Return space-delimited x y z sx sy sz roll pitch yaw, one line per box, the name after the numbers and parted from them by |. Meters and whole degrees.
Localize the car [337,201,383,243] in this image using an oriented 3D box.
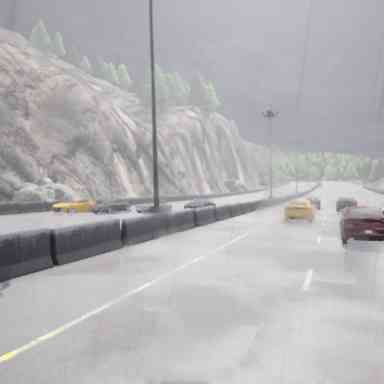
7.772 1.376 15.069 1.882 1.535 5.008 0 0 23 | car

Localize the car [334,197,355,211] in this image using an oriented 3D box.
15.667 1.280 33.741 1.837 1.490 4.892 0 -1 23 | car

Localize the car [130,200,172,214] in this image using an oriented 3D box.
-3.777 1.454 33.190 1.895 1.301 4.718 0 0 23 | car

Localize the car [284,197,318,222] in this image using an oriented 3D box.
8.100 1.327 24.833 1.882 1.535 5.008 0 1 23 | car

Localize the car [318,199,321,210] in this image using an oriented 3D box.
14.185 1.305 39.221 2.033 1.411 5.357 0 0 23 | car

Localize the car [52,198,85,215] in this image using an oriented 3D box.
-11.523 1.361 32.849 1.882 1.535 5.008 0 0 23 | car

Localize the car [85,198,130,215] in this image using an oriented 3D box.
-7.832 1.377 32.590 1.837 1.490 4.892 0 0 23 | car

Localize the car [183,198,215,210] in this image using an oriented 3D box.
0.865 1.374 35.166 2.033 1.411 5.357 0 0 23 | car
